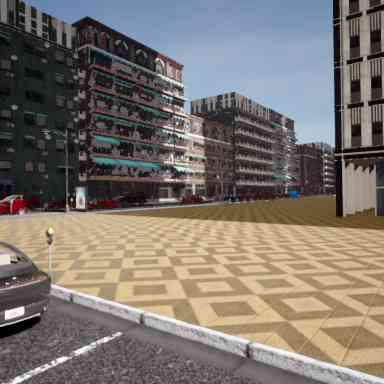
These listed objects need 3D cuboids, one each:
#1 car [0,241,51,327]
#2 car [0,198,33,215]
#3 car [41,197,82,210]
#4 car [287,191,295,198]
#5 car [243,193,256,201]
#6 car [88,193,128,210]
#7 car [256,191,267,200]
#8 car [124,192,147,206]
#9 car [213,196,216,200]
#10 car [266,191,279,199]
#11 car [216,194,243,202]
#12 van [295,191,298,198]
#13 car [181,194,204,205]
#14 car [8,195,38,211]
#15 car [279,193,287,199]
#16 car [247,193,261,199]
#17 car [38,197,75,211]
[{"bbox_3d":[-4.388,1.555,6.196,4.403,1.369,2.008,0,-1,36],"label":"car"},{"bbox_3d":[-16.099,1.422,27.967,1.802,1.307,4.206,-1,0,36],"label":"car"},{"bbox_3d":[-16.370,1.427,41.838,1.887,1.381,4.507,-1,0,36],"label":"car"},{"bbox_3d":[22.927,0.941,81.601,1.802,1.307,4.206,-1,0,36],"label":"car"},{"bbox_3d":[9.918,1.057,63.723,1.887,1.381,4.507,-1,0,36],"label":"car"},{"bbox_3d":[-9.596,1.196,36.906,1.967,1.590,4.097,-1,0,36],"label":"car"},{"bbox_3d":[13.170,1.056,68.192,1.802,1.307,4.206,-1,0,36],"label":"car"},{"bbox_3d":[-8.952,0.997,47.640,2.150,2.045,5.566,-1,0,36],"label":"car"},{"bbox_3d":[6.394,1.041,73.123,1.967,1.590,4.097,-1,0,36],"label":"car"},{"bbox_3d":[16.420,0.750,72.661,2.192,1.841,5.009,-1,0,36],"label":"car"},{"bbox_3d":[6.666,1.103,59.253,2.008,1.369,4.403,-1,0,36],"label":"car"},{"bbox_3d":[26.177,0.664,86.070,1.690,1.788,3.998,-1,0,36],"label":"van"},{"bbox_3d":[0.160,1.071,50.314,1.967,1.590,4.097,-1,0,36],"label":"car"},{"bbox_3d":[-19.625,1.240,37.368,2.192,1.841,5.009,-1,0,36],"label":"car"},{"bbox_3d":[19.674,0.948,77.131,2.008,1.369,4.403,-1,0,36],"label":"car"},{"bbox_3d":[16.152,1.052,86.532,1.947,1.339,4.313,-1,0,36],"label":"car"},{"bbox_3d":[-15.098,1.380,39.195,1.812,1.442,4.674,-1,0,36],"label":"car"}]
